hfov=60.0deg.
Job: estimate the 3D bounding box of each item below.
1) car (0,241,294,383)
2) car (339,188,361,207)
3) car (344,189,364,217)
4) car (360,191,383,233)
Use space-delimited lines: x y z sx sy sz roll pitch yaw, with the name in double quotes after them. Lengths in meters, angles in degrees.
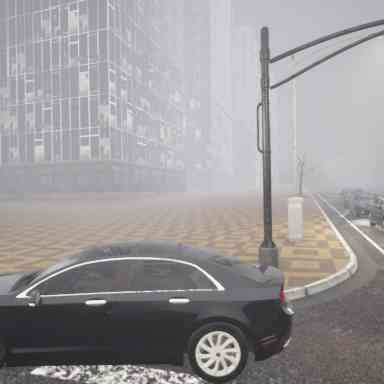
-1.085 1.505 4.775 4.892 1.490 1.837 0 0 0 "car"
13.025 0.454 26.784 2.128 1.511 4.902 -1 2 18 "car"
11.037 0.759 20.718 1.994 1.385 4.181 -1 2 17 "car"
8.995 0.928 14.422 2.128 1.511 4.902 -1 2 18 "car"
